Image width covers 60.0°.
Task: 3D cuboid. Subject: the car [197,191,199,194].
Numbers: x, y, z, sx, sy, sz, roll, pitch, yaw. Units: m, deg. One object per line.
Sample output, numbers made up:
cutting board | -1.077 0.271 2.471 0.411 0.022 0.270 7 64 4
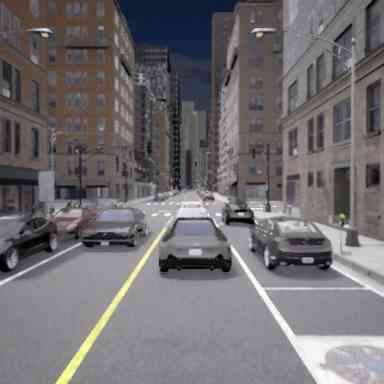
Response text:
car | 2.904 0.526 80.096 1.967 1.590 4.097 0 1 0

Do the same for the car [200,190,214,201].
car | 2.872 0.746 58.461 1.967 1.590 4.097 0 1 0

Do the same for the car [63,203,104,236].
car | -5.673 1.389 15.871 1.802 1.307 4.206 0 1 0

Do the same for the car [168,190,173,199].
car | -5.635 0.751 69.289 2.008 1.369 4.403 0 1 0

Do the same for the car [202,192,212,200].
car | 2.881 0.772 64.041 1.752 1.417 4.829 0 1 0

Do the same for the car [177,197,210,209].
car | 0.030 1.269 20.593 1.812 1.442 4.674 0 1 1

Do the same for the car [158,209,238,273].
car | 0.072 1.435 10.276 1.994 1.385 4.181 0 1 0

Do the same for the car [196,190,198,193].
car | 2.920 0.428 90.913 1.967 1.590 4.097 0 0 0

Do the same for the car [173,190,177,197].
car | -5.612 0.571 85.344 1.752 1.417 4.829 0 1 0

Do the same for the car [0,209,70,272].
car | -5.671 1.441 10.370 1.947 1.339 4.313 0 1 0

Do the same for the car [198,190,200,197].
car | 2.889 0.743 69.279 2.008 1.369 4.403 0 1 0

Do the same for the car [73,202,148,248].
car | -3.001 1.374 14.126 2.033 1.411 5.357 0 1 0

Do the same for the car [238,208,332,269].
car | 2.854 1.417 10.373 2.008 1.369 4.403 0 1 0

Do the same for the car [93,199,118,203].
car | -5.675 1.180 21.371 1.967 1.590 4.097 0 1 0

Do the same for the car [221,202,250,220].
car | 2.851 1.297 21.375 1.947 1.339 4.313 0 1 0

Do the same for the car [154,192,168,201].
car | -5.652 0.897 58.473 1.802 1.307 4.206 0 1 0
